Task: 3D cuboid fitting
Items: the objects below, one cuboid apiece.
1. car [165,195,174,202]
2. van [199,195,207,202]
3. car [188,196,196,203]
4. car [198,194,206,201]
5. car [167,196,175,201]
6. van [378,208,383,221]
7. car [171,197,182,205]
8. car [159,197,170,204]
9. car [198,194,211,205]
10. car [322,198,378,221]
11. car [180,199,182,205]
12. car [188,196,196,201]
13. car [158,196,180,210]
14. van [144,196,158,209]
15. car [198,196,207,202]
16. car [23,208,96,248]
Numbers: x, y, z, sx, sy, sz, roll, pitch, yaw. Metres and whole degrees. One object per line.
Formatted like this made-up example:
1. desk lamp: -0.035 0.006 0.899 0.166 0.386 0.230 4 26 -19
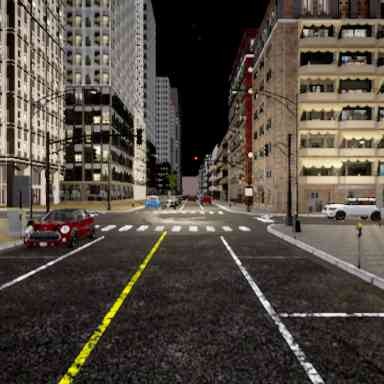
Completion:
1. car: -5.717 1.705 86.054 1.967 1.590 4.097 0 0 0
2. van: 2.665 1.587 80.507 1.690 1.788 3.998 0 0 0
3. car: -0.019 1.701 76.278 1.882 1.535 5.008 0 0 0
4. car: 2.662 1.600 91.609 2.192 1.841 5.009 0 0 0
5. car: -5.719 1.810 91.434 1.752 1.417 4.829 0 0 0
6. van: 16.922 1.773 25.463 3.998 1.788 1.690 1 -1 0
7. car: -3.053 1.759 65.594 1.994 1.385 4.181 0 0 1
8. car: -5.712 1.733 69.231 1.752 1.417 4.829 0 0 0
9. car: 2.670 1.504 63.855 2.192 1.841 5.009 0 0 0
10. car: 15.277 1.629 31.391 5.566 2.045 2.150 1 0 -2
11. car: -3.105 1.654 55.588 2.128 1.511 4.902 0 0 0
12. car: -0.024 1.713 86.731 1.895 1.301 4.718 0 0 0
13. car: -3.111 1.623 46.128 2.128 1.511 4.902 0 0 0
14. van: -5.705 1.476 47.198 1.690 1.788 3.998 0 0 0
15. car: 2.664 1.816 86.057 2.008 1.369 4.403 0 0 0
16. car: -5.696 1.480 14.724 1.967 1.590 4.097 0 0 0
